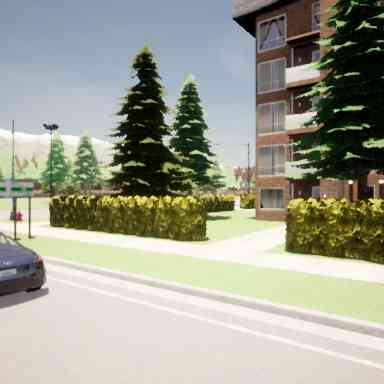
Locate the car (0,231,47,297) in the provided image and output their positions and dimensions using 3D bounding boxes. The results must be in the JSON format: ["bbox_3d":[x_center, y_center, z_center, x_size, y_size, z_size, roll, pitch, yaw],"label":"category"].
[{"bbox_3d":[-5.253,1.561,7.712,4.181,1.385,1.994,0,0,36],"label":"car"}]
